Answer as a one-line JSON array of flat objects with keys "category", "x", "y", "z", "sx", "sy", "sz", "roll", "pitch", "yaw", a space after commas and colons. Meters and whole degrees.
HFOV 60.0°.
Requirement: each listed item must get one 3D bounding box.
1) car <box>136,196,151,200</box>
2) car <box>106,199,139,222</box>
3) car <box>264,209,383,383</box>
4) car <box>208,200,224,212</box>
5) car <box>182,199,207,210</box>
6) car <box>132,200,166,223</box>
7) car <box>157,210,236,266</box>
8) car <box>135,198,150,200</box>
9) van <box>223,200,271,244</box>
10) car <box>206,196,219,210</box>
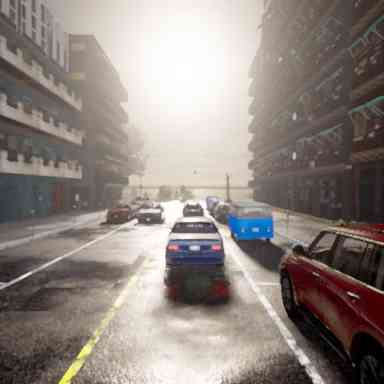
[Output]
[{"category": "car", "x": -5.705, "y": 1.360, "z": 38.449, "sx": 2.192, "sy": 1.841, "sz": 5.009, "roll": -1, "pitch": 0, "yaw": 0}, {"category": "car", "x": -5.702, "y": 1.581, "z": 27.118, "sx": 1.887, "sy": 1.381, "sz": 4.507, "roll": -1, "pitch": 0, "yaw": 0}, {"category": "car", "x": 2.675, "y": 1.323, "z": 4.508, "sx": 2.192, "sy": 1.841, "sz": 5.009, "roll": -1, "pitch": 0, "yaw": 0}, {"category": "car", "x": 2.678, "y": 1.587, "z": 27.168, "sx": 2.008, "sy": 1.369, "sz": 4.403, "roll": -1, "pitch": 0, "yaw": 0}, {"category": "car", "x": 0.093, "y": 1.604, "z": 31.749, "sx": 1.994, "sy": 1.385, "sz": 4.181, "roll": 0, "pitch": 0, "yaw": 0}, {"category": "car", "x": -3.102, "y": 1.583, "z": 26.294, "sx": 2.033, "sy": 1.411, "sz": 5.357, "roll": 0, "pitch": 0, "yaw": 0}, {"category": "car", "x": 0.085, "y": 1.566, "z": 11.521, "sx": 2.033, "sy": 1.411, "sz": 5.357, "roll": 0, "pitch": 0, "yaw": 0}, {"category": "car", "x": -5.702, "y": 1.592, "z": 32.784, "sx": 2.008, "sy": 1.369, "sz": 4.403, "roll": -1, "pitch": 0, "yaw": 0}, {"category": "van", "x": 2.676, "y": 1.365, "z": 15.837, "sx": 1.690, "sy": 1.788, "sz": 3.998, "roll": -1, "pitch": 0, "yaw": 0}, {"category": "car", "x": 2.677, "y": 1.481, "z": 32.834, "sx": 1.967, "sy": 1.590, "sz": 4.097, "roll": -1, "pitch": 0, "yaw": 0}]
